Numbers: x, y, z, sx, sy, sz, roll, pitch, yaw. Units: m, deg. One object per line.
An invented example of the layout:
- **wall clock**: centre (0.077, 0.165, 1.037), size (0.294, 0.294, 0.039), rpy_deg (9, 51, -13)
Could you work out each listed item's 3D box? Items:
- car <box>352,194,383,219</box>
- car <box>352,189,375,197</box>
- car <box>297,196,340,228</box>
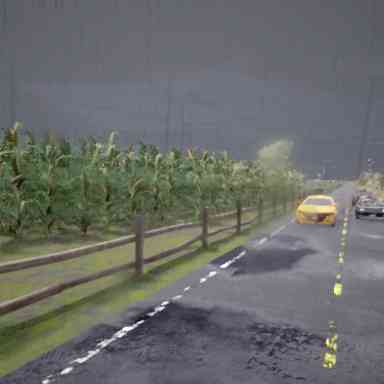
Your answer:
- **car**: centre (11.877, 1.079, 22.028), size (1.895, 1.301, 4.718), rpy_deg (2, 2, 26)
- **car**: centre (17.733, 0.517, 34.377), size (2.097, 1.767, 4.553), rpy_deg (2, 2, 26)
- **car**: centre (7.142, 0.966, 18.669), size (1.882, 1.535, 5.008), rpy_deg (2, 2, 25)
